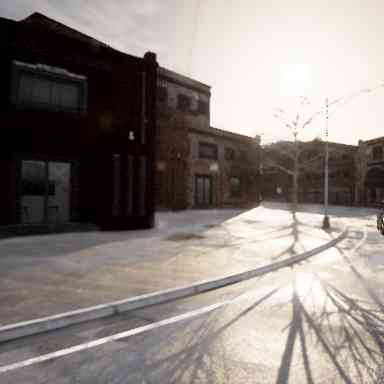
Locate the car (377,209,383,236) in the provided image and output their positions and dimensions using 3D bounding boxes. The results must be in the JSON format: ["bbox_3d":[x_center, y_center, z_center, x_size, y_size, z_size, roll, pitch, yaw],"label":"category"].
[{"bbox_3d":[11.286,1.531,18.212,2.033,1.411,5.357,0,0,26],"label":"car"}]
